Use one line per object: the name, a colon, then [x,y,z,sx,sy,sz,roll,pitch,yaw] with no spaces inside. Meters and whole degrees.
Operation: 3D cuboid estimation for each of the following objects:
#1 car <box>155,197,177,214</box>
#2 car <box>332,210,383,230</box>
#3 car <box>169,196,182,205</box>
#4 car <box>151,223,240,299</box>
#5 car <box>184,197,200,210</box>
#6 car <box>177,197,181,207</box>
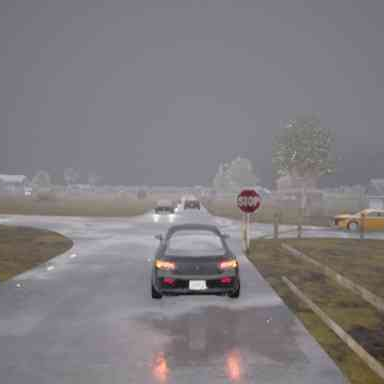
car: [-2.841,1.432,35.152,1.882,1.535,5.008,0,0,-1]
car: [12.566,1.984,23.628,5.008,1.535,1.882,2,0,-2]
car: [-2.913,1.500,58.982,1.994,1.385,4.181,0,0,0]
car: [0.030,1.512,8.308,1.812,1.442,4.674,0,0,-2]
car: [0.001,1.423,42.816,1.882,1.535,5.008,0,0,0]
car: [-2.930,1.447,47.247,1.837,1.490,4.892,0,0,0]
